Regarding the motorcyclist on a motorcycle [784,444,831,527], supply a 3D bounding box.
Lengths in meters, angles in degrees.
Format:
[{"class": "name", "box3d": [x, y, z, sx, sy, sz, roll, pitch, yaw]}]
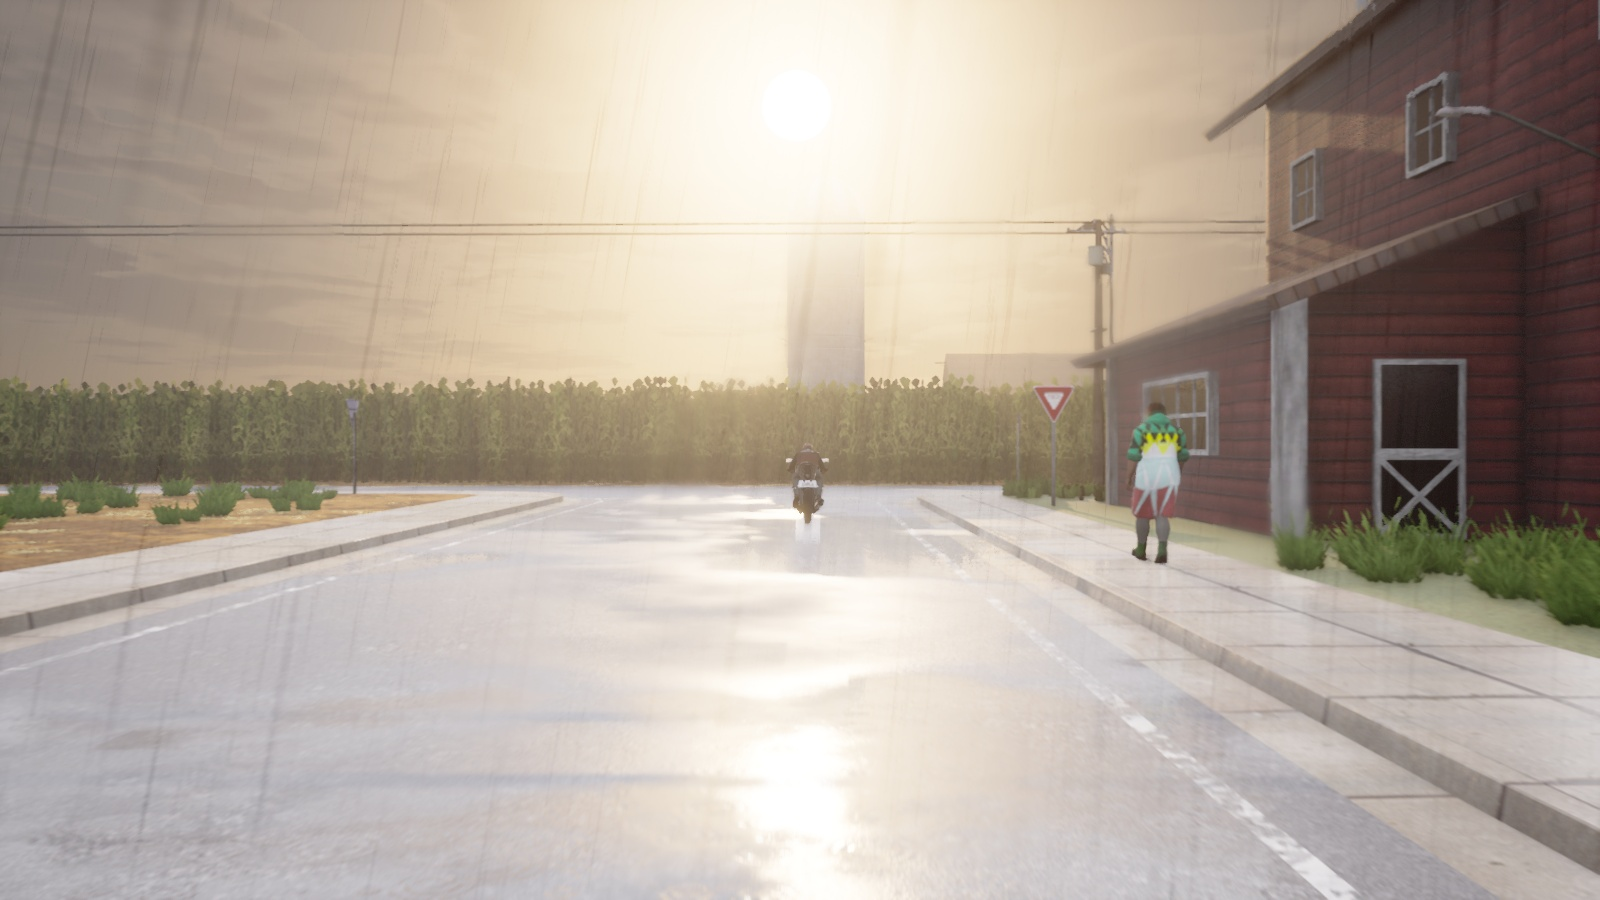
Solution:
[{"class": "motorcyclist on a motorcycle", "box3d": [0.148, 0.645, 24.253, 0.866, 1.530, 2.191, 0, 0, 0]}]

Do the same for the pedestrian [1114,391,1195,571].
[{"class": "pedestrian", "box3d": [3.961, 0.332, 14.083, 0.659, 1.952, 0.873, 0, 0, -1]}]
